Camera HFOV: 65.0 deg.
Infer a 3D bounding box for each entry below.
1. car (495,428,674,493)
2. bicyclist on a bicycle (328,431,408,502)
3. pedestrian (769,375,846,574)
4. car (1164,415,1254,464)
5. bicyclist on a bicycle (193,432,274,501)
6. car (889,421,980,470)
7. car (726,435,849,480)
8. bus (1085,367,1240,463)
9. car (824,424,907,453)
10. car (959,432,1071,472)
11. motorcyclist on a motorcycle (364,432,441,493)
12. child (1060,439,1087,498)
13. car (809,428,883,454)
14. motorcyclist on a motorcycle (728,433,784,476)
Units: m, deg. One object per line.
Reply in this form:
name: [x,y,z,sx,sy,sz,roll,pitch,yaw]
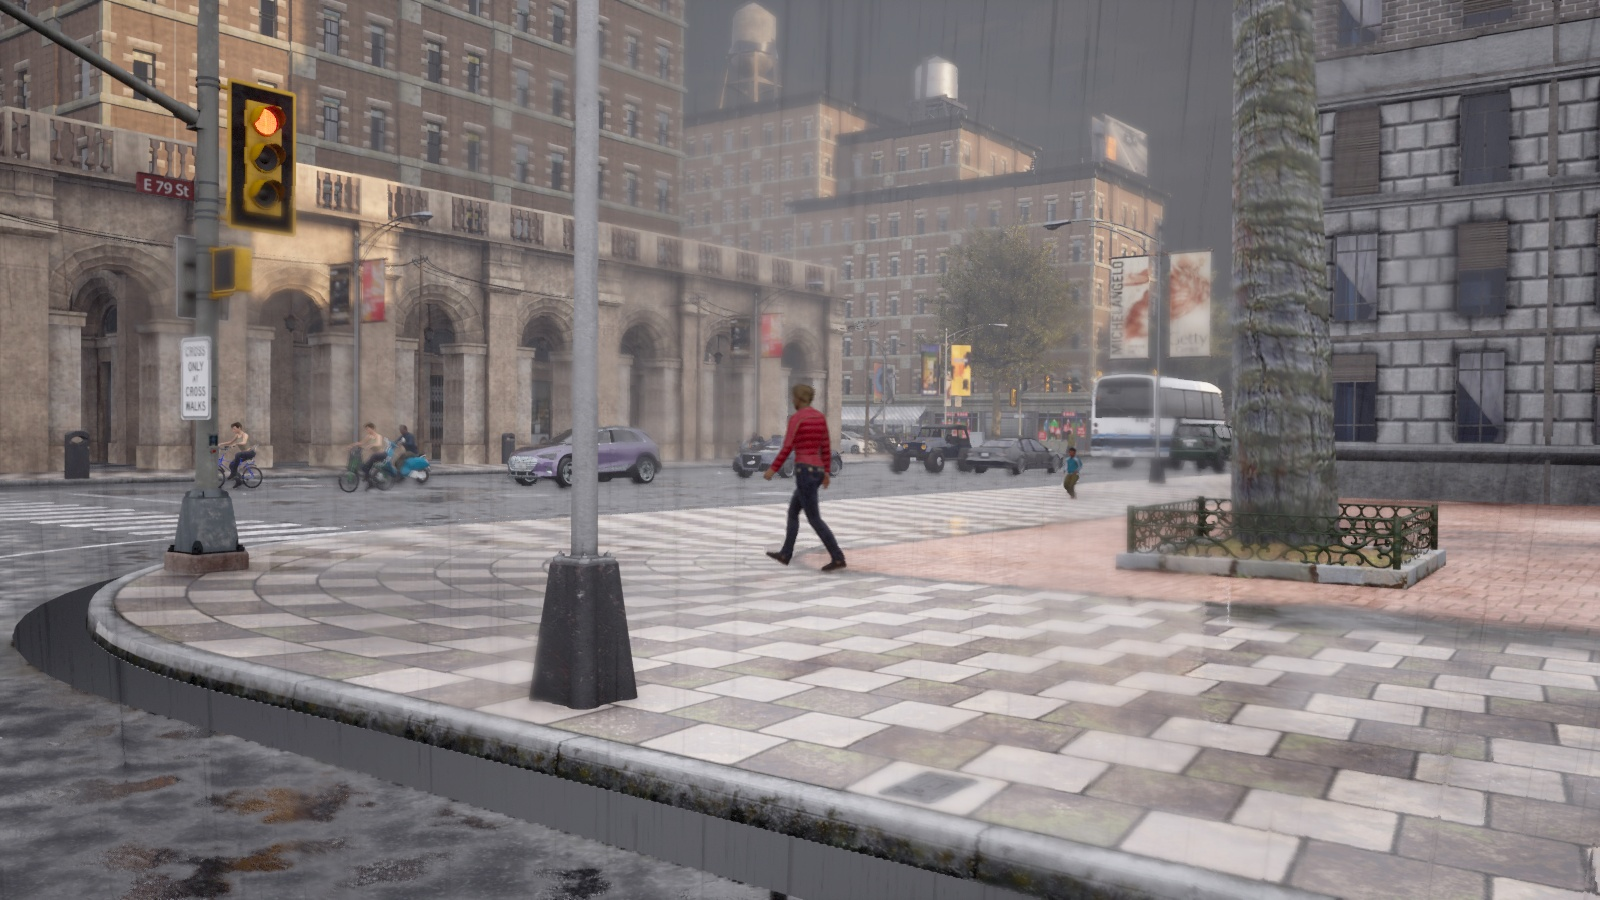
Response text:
car: [-5.890,0.238,34.889,2.033,1.649,4.856,0,1,36]
bicyclist on a bicycle: [-10.068,0.359,29.278,0.866,1.612,1.509,0,1,37]
pedestrian: [0.070,0.224,11.994,0.636,1.846,0.331,0,1,36]
car: [18.195,-0.475,55.705,2.150,2.045,5.566,0,1,36]
bicyclist on a bicycle: [-13.623,0.379,30.217,0.866,1.612,1.509,0,1,37]
car: [5.406,-0.205,50.058,1.905,1.878,3.866,0,1,36]
car: [-0.363,0.221,42.291,1.994,1.385,4.181,0,1,37]
bus: [17.830,-1.641,61.138,3.944,4.253,10.273,0,1,36]
car: [4.615,-0.803,88.763,5.566,2.045,2.150,0,1,36]
car: [8.293,0.047,48.076,2.033,1.411,5.357,0,1,36]
motorcyclist on a motorcycle: [-10.788,0.316,34.153,0.866,1.590,1.817,0,1,37]
child: [5.610,0.366,25.748,0.343,1.192,0.448,0,1,43]
car: [3.130,-0.621,85.538,4.611,1.667,2.242,0,1,37]
motorcyclist on a motorcycle: [-1.622,0.147,46.461,0.866,1.530,2.191,0,1,37]
